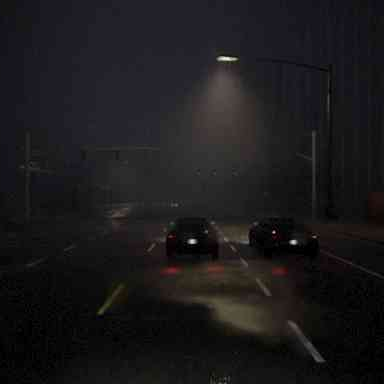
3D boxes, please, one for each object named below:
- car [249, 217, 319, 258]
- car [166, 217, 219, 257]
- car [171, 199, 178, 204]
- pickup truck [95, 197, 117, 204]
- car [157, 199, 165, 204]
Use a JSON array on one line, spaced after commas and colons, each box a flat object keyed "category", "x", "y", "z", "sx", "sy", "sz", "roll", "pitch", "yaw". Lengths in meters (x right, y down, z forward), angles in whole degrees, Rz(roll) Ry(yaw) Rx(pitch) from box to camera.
[{"category": "car", "x": 3.524, "y": 1.715, "z": 13.457, "sx": 1.994, "sy": 1.385, "sz": 4.181, "roll": 0, "pitch": -1, "yaw": 1}, {"category": "car", "x": 0.026, "y": 1.716, "z": 13.574, "sx": 1.994, "sy": 1.385, "sz": 4.181, "roll": 0, "pitch": -1, "yaw": 1}, {"category": "car", "x": -4.758, "y": 2.505, "z": 89.569, "sx": 2.128, "sy": 1.511, "sz": 4.902, "roll": 0, "pitch": -1, "yaw": -1}, {"category": "pickup truck", "x": -21.289, "y": 1.986, "z": 83.678, "sx": 2.390, "sy": 2.098, "sz": 6.274, "roll": 0, "pitch": -1, "yaw": 30}, {"category": "car", "x": -8.258, "y": 2.504, "z": 89.513, "sx": 1.812, "sy": 1.442, "sz": 4.674, "roll": 0, "pitch": -1, "yaw": -1}]
